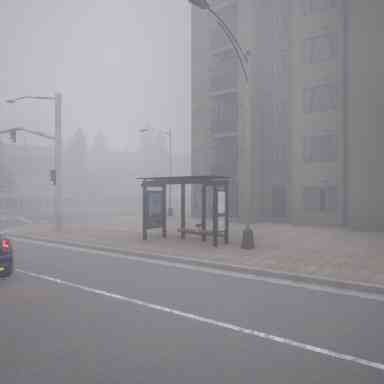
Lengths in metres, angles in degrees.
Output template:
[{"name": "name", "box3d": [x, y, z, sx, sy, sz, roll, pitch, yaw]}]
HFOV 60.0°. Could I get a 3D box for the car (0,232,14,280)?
[{"name": "car", "box3d": [-6.708, 1.352, 8.747, 4.553, 1.767, 2.097, 0, 0, 35]}]
